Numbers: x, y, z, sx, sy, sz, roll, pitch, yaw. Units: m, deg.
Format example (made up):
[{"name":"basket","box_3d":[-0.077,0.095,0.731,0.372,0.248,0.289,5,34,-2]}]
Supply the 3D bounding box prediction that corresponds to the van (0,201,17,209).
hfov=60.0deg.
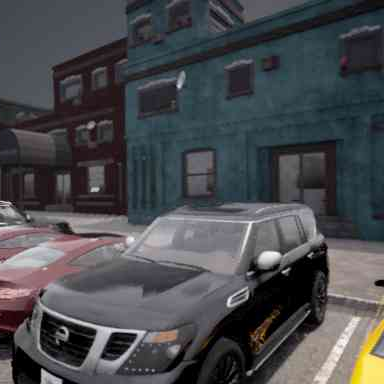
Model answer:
[{"name":"van","box_3d":[-8.568,1.293,11.319,1.878,1.987,4.442,0,0,35]}]

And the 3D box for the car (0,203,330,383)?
[{"name":"car","box_3d":[0.434,1.234,5.010,2.435,2.045,5.566,0,0,35]}]
